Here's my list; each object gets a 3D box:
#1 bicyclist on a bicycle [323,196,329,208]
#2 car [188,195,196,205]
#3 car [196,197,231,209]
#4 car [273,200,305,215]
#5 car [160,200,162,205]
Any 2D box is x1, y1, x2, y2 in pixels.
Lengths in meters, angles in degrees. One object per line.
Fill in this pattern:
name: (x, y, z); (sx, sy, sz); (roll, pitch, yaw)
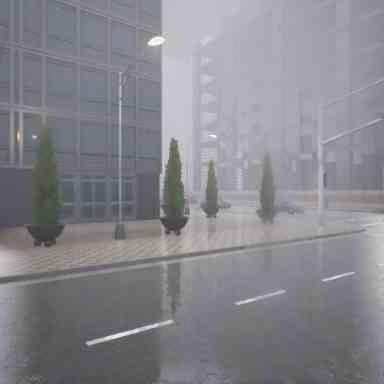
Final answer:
bicyclist on a bicycle: (17.854, 1.356, 44.381); (1.656, 1.620, 0.582); (0, 0, -36)
car: (-1.005, 1.407, 61.995); (2.097, 1.767, 4.553); (0, 0, -36)
car: (3.120, 1.408, 44.242); (2.097, 1.767, 4.553); (0, 0, -36)
car: (9.709, 1.581, 35.252); (1.812, 1.442, 4.674); (0, 0, -36)
car: (-5.121, 1.548, 55.571); (2.128, 1.511, 4.902); (0, 0, -36)
